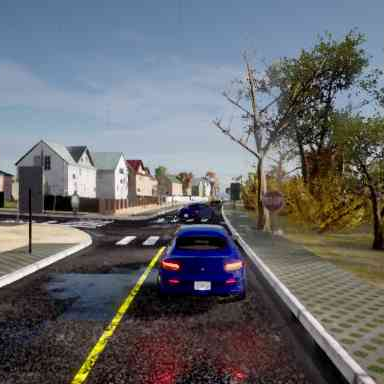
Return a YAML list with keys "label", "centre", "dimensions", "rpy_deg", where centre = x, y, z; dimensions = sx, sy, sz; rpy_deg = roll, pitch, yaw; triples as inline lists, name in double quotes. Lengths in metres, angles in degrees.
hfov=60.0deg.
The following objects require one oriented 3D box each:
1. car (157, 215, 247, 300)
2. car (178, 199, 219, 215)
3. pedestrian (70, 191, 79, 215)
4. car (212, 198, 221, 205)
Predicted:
- label: "car"
  centre: [0.225, 1.532, 8.310]
  dimensions: [1.812, 1.442, 4.674]
  rpy_deg: [0, 0, 1]
- label: "car"
  centre: [0.376, 1.563, 26.623]
  dimensions: [1.812, 1.442, 4.674]
  rpy_deg: [1, 0, 21]
- label: "pedestrian"
  centre: [-9.155, 0.800, 25.997]
  dimensions: [0.375, 1.860, 0.375]
  rpy_deg: [0, -3, 1]
- label: "car"
  centre: [4.892, 1.892, 67.464]
  dimensions: [1.895, 1.301, 4.718]
  rpy_deg: [0, 0, 8]
